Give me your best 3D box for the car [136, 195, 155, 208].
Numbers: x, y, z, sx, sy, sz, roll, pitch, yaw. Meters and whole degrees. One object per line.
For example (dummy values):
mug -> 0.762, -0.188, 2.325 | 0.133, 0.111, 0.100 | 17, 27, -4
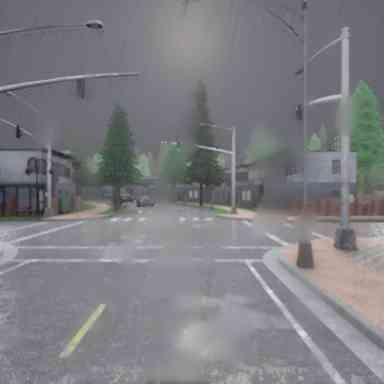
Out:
car -> -6.546, 1.253, 46.531 | 2.097, 1.767, 4.553 | 0, 0, -15

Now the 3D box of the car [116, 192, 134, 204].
car -> -12.550, 1.103, 61.581 | 2.150, 2.045, 5.566 | 0, 0, -29
